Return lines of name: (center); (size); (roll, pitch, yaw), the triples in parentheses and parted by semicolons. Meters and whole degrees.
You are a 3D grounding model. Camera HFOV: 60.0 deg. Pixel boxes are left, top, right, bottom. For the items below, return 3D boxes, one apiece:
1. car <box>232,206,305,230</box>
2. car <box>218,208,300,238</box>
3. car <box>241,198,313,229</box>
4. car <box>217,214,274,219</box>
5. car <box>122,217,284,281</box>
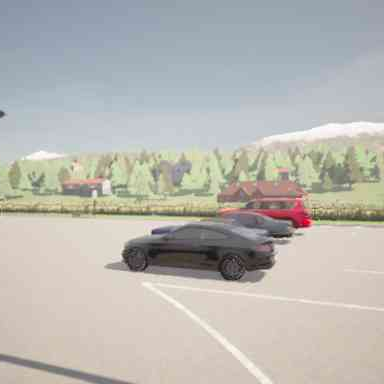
car: (5.289, 1.731, 22.953); (4.674, 1.442, 1.812); (0, -1, 22)
car: (2.384, 1.699, 16.591); (5.357, 1.411, 2.033); (0, -1, 22)
car: (4.161, 1.398, 19.652); (5.566, 2.045, 2.150); (0, -1, 22)
car: (0.665, 1.727, 13.508); (4.718, 1.301, 1.895); (0, -1, 22)
car: (0.161, 1.619, 9.926); (4.674, 1.442, 1.812); (0, -1, 22)
